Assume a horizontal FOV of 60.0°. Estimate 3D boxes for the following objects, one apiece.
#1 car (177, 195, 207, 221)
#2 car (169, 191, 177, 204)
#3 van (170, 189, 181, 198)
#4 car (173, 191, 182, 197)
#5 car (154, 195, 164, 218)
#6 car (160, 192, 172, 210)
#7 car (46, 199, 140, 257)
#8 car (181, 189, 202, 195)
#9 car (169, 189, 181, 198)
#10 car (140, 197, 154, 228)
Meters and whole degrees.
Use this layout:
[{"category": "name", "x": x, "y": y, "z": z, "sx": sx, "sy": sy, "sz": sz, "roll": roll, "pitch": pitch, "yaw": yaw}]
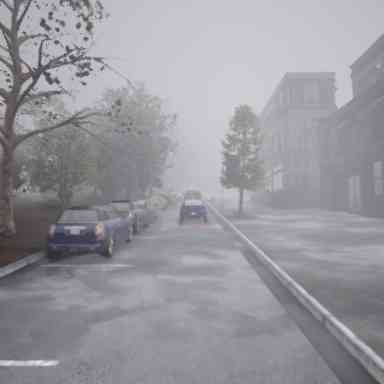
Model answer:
[{"category": "car", "x": 0.094, "y": 1.243, "z": 24.629, "sx": 1.882, "sy": 1.535, "sz": 5.008, "roll": 0, "pitch": 1, "yaw": 0}, {"category": "car", "x": -3.663, "y": 0.995, "z": 46.249, "sx": 2.163, "sy": 1.488, "sz": 4.792, "roll": 0, "pitch": 1, "yaw": 2}, {"category": "van", "x": -3.668, "y": 0.354, "z": 74.184, "sx": 1.878, "sy": 1.987, "sz": 4.442, "roll": 0, "pitch": 1, "yaw": 2}, {"category": "car", "x": -3.674, "y": 0.432, "z": 85.204, "sx": 2.097, "sy": 1.535, "sz": 5.008, "roll": 0, "pitch": 1, "yaw": 2}, {"category": "car", "x": -3.659, "y": 1.255, "z": 23.930, "sx": 2.231, "sy": 1.521, "sz": 4.892, "roll": 0, "pitch": 1, "yaw": 2}, {"category": "car", "x": -3.655, "y": 1.108, "z": 35.263, "sx": 1.946, "sy": 1.575, "sz": 5.366, "roll": 0, "pitch": 1, "yaw": 2}, {"category": "car", "x": -3.658, "y": 1.264, "z": 12.762, "sx": 2.185, "sy": 1.767, "sz": 4.553, "roll": 0, "pitch": 1, "yaw": 2}, {"category": "car", "x": 0.091, "y": 0.767, "z": 41.854, "sx": 2.150, "sy": 2.045, "sz": 5.566, "roll": 0, "pitch": 1, "yaw": 0}, {"category": "car", "x": -3.669, "y": 0.735, "z": 62.925, "sx": 2.097, "sy": 1.535, "sz": 5.008, "roll": 0, "pitch": 1, "yaw": 2}, {"category": "car", "x": -3.659, "y": 1.197, "z": 18.333, "sx": 2.185, "sy": 1.767, "sz": 4.553, "roll": 0, "pitch": 1, "yaw": 2}]
